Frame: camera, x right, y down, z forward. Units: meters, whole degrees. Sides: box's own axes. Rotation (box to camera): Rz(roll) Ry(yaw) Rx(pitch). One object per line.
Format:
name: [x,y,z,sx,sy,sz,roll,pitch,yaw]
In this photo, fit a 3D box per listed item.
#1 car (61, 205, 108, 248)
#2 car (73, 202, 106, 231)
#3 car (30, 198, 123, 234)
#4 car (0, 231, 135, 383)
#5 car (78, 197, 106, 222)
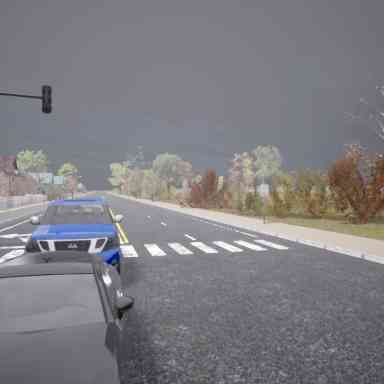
car: [-5.039,1.499,16.028,1.837,1.490,4.892,0,0,-15]
car: [-6.625,1.468,21.769,1.882,1.535,5.008,0,0,-16]
car: [-3.363,1.218,9.962,2.150,2.045,5.566,0,0,-15]
car: [-1.705,1.524,3.878,1.812,1.442,4.674,0,0,-13]
car: [-8.202,1.338,27.498,2.097,1.767,4.553,0,0,-15]
